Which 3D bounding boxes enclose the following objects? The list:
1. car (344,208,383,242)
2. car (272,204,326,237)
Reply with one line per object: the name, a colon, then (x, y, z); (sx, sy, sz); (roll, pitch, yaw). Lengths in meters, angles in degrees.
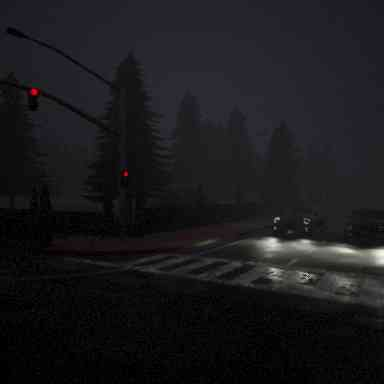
car: (9.084, 1.586, 17.065); (1.882, 1.535, 5.008); (-1, -1, 32)
car: (6.231, 1.500, 19.102); (2.097, 1.767, 4.553); (-1, -1, 32)
